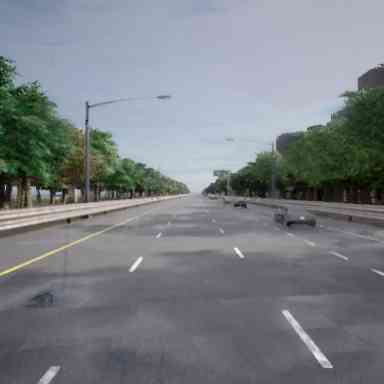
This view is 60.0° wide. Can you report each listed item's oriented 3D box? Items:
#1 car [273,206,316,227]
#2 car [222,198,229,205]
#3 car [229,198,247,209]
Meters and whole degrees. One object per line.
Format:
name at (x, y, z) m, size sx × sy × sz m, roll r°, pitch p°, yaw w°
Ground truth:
car at (7.028, 1.637, 23.133) m, size 1.994 × 1.385 × 4.181 m, roll 0°, pitch 0°, yaw 0°
car at (7.250, 1.854, 68.281) m, size 2.033 × 1.411 × 5.357 m, roll 0°, pitch 0°, yaw 0°
car at (7.136, 1.715, 50.611) m, size 1.837 × 1.490 × 4.892 m, roll 0°, pitch 0°, yaw 0°
